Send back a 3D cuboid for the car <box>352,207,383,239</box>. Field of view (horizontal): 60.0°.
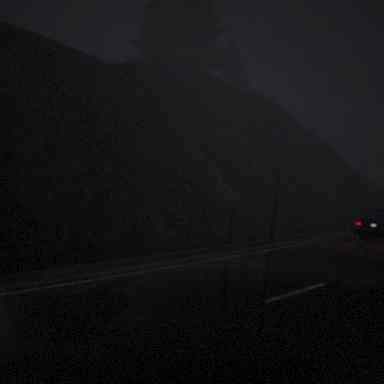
[{"bbox_3d":[9.119,1.360,14.907,5.357,1.411,2.033,-1,1,-41],"label":"car"}]
